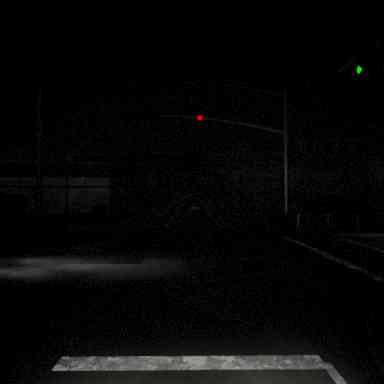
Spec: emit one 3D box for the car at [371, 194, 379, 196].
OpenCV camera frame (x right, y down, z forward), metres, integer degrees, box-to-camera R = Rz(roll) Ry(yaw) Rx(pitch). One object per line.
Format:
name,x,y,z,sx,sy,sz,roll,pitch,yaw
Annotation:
car,38.354,1.223,69.017,3.806,1.475,1.970,0,0,0

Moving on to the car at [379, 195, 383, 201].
car,38.701,1.145,62.601,5.027,1.636,2.152,0,0,0

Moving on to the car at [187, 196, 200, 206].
car,0.218,1.496,54.548,1.837,1.490,4.892,0,0,0

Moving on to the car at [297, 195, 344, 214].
car,13.006,1.326,31.348,5.027,1.636,2.152,0,0,0

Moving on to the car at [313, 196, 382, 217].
car,13.070,1.336,28.212,4.514,1.523,2.007,0,0,0

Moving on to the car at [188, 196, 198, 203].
car,0.249,1.538,69.629,2.033,1.411,5.357,0,0,0

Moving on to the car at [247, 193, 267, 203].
car,12.827,1.352,65.605,3.806,1.475,1.970,0,0,0

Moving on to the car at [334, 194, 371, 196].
car,20.636,1.314,43.223,3.633,1.501,1.845,0,0,0

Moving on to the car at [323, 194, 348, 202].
car,31.291,1.288,72.653,4.514,1.523,2.007,0,0,0

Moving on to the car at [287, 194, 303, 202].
car,21.306,1.088,65.675,4.605,1.855,1.932,0,0,0

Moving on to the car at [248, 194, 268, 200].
car,18.102,1.321,91.563,4.902,1.511,2.128,0,0,0

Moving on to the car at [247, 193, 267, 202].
car,13.426,1.068,68.932,3.866,1.878,1.905,0,0,0

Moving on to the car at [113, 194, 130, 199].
car,-19.433,1.320,91.525,4.674,1.442,1.812,0,0,0
